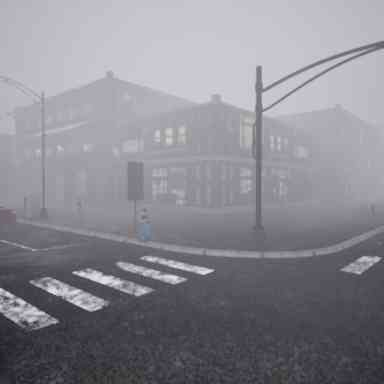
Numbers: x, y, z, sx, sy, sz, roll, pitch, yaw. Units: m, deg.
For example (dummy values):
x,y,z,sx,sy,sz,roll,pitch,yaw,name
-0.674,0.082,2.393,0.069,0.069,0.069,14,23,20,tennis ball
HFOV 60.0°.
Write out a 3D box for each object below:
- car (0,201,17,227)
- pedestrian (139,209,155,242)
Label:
x,y,z,sx,sy,sz,roll,pitch,yaw,name
-10.444,1.068,16.979,4.206,1.307,1.802,2,1,40,car
-1.631,1.123,11.746,0.375,1.300,0.375,1,0,40,pedestrian
